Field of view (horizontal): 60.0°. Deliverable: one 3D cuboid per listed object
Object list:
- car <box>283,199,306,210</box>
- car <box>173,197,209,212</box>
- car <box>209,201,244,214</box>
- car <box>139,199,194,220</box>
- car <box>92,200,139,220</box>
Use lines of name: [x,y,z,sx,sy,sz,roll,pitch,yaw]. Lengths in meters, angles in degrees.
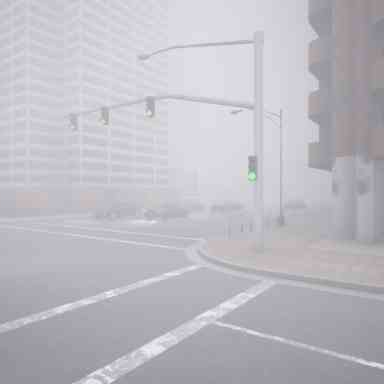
car: [13.541,1.564,43.683,1.994,1.385,4.181,0,0,35]
car: [-0.440,1.564,36.242,1.994,1.385,4.181,0,0,35]
car: [3.822,1.601,36.212,1.895,1.301,4.718,0,0,35]
car: [-2.049,1.564,27.876,1.994,1.385,4.181,0,0,35]
car: [-6.159,1.505,28.115,1.837,1.490,4.892,0,0,35]
